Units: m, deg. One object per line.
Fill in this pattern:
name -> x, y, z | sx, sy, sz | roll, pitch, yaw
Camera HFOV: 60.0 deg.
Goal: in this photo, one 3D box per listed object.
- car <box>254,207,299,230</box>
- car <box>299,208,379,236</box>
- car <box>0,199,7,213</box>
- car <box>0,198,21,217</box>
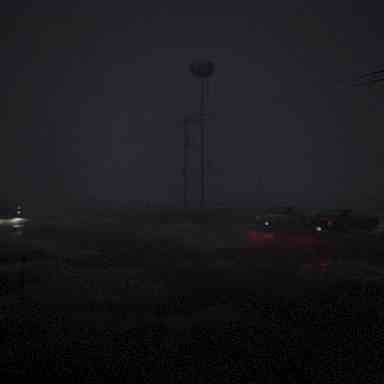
car -> 6.248, 1.585, 21.111 | 4.718, 1.301, 1.895 | 0, 0, -36
car -> 8.282, 1.586, 18.264 | 4.718, 1.301, 1.895 | 0, 0, -36
car -> -22.175, 1.520, 37.442 | 1.812, 1.442, 4.674 | 0, 0, -36
car -> -17.013, 1.347, 30.310 | 2.097, 1.767, 4.553 | 0, 0, -36
